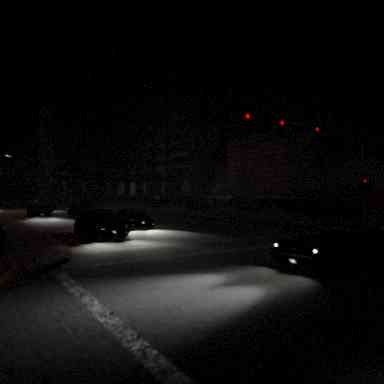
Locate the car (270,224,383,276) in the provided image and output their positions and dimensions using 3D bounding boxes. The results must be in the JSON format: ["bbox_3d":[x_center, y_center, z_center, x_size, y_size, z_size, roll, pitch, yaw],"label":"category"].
[{"bbox_3d":[4.844,1.773,11.122,4.718,1.301,1.895,1,-1,-34],"label":"car"}]

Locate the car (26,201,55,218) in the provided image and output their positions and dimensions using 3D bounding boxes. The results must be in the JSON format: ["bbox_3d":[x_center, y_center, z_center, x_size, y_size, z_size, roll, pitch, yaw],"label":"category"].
[{"bbox_3d":[-16.321,1.975,35.494,1.895,1.301,4.718,1,-1,-33],"label":"car"}]

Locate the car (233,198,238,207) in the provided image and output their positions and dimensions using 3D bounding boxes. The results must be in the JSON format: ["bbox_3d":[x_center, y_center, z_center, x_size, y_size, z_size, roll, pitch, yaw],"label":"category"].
[{"bbox_3d":[8.222,2.312,69.230,1.784,1.438,3.905,1,-1,-33],"label":"car"}]

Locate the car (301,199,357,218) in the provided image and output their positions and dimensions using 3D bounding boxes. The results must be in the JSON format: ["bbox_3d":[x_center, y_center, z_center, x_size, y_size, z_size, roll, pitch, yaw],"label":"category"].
[{"bbox_3d":[13.996,1.677,34.203,1.932,1.855,4.605,1,-1,-33],"label":"car"}]

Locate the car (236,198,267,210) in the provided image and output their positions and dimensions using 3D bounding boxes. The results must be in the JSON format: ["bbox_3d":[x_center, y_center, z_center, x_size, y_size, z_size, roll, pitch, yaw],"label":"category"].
[{"bbox_3d":[9.194,2.123,51.848,1.970,1.475,3.806,1,-1,-33],"label":"car"}]

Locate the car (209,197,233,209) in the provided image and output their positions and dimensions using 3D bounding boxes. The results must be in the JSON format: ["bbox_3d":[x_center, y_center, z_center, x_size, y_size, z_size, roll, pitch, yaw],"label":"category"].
[{"bbox_3d":[5.794,2.310,67.652,1.970,1.475,3.806,1,-1,-33],"label":"car"}]

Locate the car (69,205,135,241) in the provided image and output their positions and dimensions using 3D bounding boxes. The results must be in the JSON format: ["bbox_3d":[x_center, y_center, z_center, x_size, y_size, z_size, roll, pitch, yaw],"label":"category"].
[{"bbox_3d":[-5.139,1.715,18.427,1.837,1.490,4.892,1,0,-33],"label":"car"}]

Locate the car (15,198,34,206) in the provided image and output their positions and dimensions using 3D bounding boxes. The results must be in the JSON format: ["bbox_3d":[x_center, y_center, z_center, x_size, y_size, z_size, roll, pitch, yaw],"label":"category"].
[{"bbox_3d":[-24.747,1.612,48.529,1.837,1.490,4.892,1,-1,-33],"label":"car"}]

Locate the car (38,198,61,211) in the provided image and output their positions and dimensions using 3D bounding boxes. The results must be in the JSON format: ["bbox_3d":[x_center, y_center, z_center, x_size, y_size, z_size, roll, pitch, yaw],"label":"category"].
[{"bbox_3d":[-21.595,2.062,50.088,1.812,1.442,4.674,1,-1,-33],"label":"car"}]

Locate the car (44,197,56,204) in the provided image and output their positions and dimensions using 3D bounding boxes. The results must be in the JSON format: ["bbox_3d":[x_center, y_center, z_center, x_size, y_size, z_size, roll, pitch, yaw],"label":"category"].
[{"bbox_3d":[-36.958,2.270,86.302,2.097,1.767,4.553,1,-1,-33],"label":"car"}]

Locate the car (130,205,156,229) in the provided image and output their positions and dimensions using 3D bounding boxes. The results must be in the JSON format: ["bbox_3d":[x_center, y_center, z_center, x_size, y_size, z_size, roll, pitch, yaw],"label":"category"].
[{"bbox_3d":[-4.293,1.848,23.518,1.994,1.385,4.181,1,-1,-33],"label":"car"}]

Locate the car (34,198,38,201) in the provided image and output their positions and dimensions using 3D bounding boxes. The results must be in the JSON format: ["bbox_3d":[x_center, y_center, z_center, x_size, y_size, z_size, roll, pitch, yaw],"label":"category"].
[{"bbox_3d":[-39.898,2.326,84.418,1.812,1.442,4.674,1,-1,-33],"label":"car"}]

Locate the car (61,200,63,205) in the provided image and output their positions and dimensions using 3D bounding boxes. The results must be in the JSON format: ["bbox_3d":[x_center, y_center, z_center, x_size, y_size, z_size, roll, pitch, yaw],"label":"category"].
[{"bbox_3d":[-31.493,2.368,77.962,1.812,1.442,4.674,1,-1,-33],"label":"car"}]

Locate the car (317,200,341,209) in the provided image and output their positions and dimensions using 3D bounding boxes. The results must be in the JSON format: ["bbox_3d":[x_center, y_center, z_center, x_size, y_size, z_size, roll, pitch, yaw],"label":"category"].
[{"bbox_3d":[25.772,2.323,62.661,1.784,1.438,3.905,1,-1,-33],"label":"car"}]

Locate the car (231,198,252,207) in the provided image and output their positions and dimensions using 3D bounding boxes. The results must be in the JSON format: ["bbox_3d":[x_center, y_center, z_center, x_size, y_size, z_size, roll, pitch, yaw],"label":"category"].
[{"bbox_3d":[10.445,2.133,70.737,1.932,1.855,4.605,1,-1,-33],"label":"car"}]

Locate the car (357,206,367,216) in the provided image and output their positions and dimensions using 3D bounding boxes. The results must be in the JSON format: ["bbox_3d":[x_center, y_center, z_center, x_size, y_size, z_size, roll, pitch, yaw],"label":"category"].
[{"bbox_3d":[16.451,1.713,35.735,1.905,1.878,3.866,1,-1,-33],"label":"car"}]

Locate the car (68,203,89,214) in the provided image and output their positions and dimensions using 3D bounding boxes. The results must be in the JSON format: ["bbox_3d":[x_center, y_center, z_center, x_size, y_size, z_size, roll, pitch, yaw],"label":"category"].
[{"bbox_3d":[-11.427,1.877,34.402,2.128,1.511,4.902,1,-1,-33],"label":"car"}]

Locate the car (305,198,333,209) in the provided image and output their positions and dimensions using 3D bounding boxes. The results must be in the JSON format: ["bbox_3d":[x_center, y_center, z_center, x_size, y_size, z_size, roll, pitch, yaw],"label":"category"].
[{"bbox_3d":[23.310,2.079,61.139,1.932,1.855,4.605,1,-1,-33],"label":"car"}]
